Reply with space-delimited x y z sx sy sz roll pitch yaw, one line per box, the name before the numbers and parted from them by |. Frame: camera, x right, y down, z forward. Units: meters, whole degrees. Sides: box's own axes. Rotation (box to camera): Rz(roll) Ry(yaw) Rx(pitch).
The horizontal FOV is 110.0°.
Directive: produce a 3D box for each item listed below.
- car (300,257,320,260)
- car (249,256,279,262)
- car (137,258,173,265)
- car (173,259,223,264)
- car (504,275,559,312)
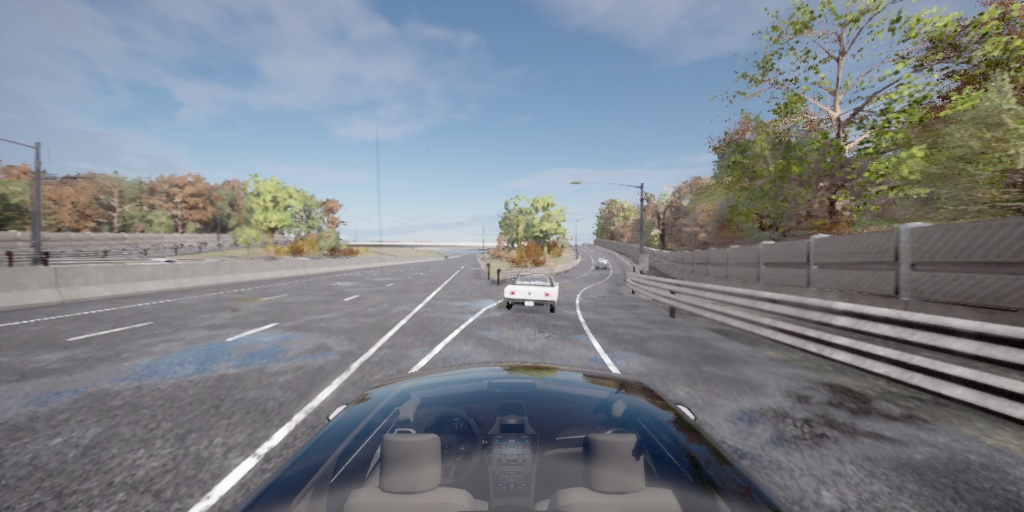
car | -30.324 1.049 52.016 1.895 1.301 4.718 1 0 -5
car | -33.499 0.767 48.446 2.097 1.767 4.553 1 0 -5
car | -31.913 0.952 32.508 1.812 1.442 4.674 1 0 -6
car | -28.499 1.060 33.529 1.895 1.301 4.718 1 0 -6
car | 0.958 1.426 14.690 1.895 1.301 4.718 2 -1 9
